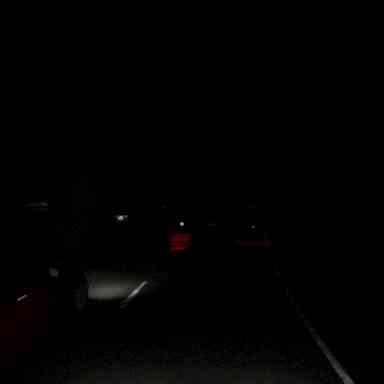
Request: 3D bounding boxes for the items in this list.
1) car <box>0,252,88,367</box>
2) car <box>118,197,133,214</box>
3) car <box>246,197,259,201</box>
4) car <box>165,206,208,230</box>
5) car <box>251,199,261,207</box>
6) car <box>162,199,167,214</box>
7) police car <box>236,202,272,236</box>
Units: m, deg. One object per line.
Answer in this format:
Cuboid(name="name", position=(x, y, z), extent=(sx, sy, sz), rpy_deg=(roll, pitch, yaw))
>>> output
Cuboid(name="car", position=(-3.072, 1.562, 4.684), extent=(1.812, 1.442, 4.674), rpy_deg=(0, -1, 4))
Cuboid(name="car", position=(-7.090, 1.618, 41.185), extent=(2.150, 2.045, 5.566), rpy_deg=(0, 0, 13))
Cuboid(name="car", position=(10.009, 1.826, 53.950), extent=(2.150, 2.045, 5.566), rpy_deg=(0, -1, 12))
Cuboid(name="car", position=(-0.118, 1.743, 22.936), extent=(1.837, 1.490, 4.892), rpy_deg=(0, -1, 12))
Cuboid(name="car", position=(13.420, 2.227, 69.404), extent=(1.812, 1.442, 4.674), rpy_deg=(0, -1, 12))
Cuboid(name="car", position=(-3.741, 1.753, 40.120), extent=(2.097, 1.767, 4.553), rpy_deg=(0, -1, 12))
Cuboid(name="police car", position=(3.798, 1.652, 20.178), extent=(1.930, 1.638, 5.238), rpy_deg=(0, -1, 12))
